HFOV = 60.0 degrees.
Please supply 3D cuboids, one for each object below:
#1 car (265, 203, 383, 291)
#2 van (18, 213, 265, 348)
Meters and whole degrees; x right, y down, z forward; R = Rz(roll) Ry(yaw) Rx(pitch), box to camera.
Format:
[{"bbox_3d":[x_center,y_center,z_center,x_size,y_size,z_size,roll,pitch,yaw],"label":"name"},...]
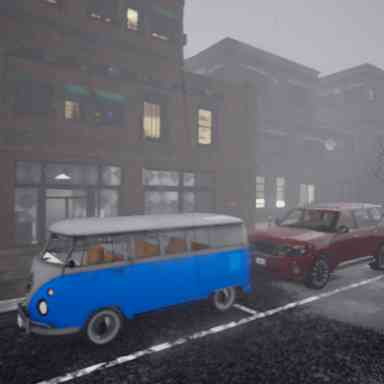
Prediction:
[{"bbox_3d":[3.642,1.259,9.135,5.009,1.841,2.192,0,1,-35],"label":"car"},{"bbox_3d":[-0.760,1.322,5.996,3.998,1.788,1.690,0,1,-35],"label":"van"}]
